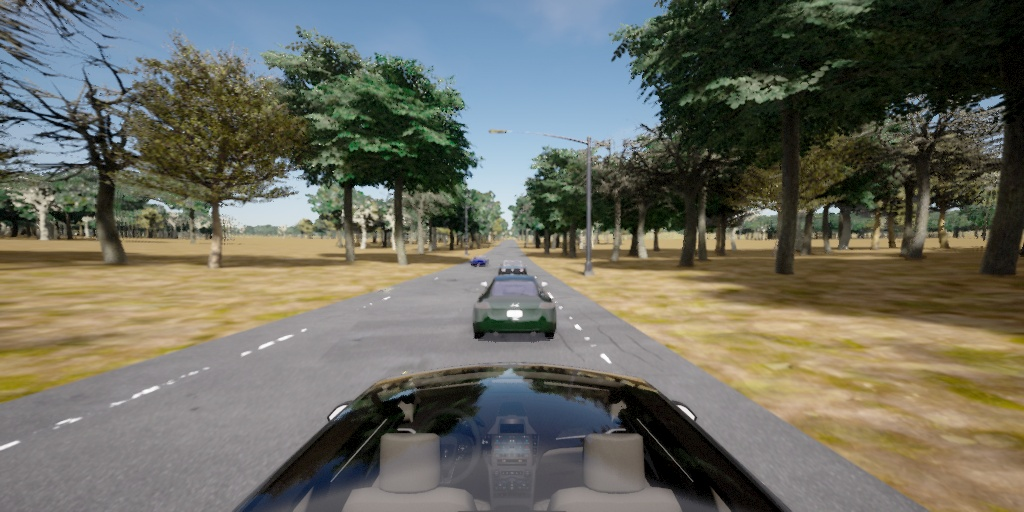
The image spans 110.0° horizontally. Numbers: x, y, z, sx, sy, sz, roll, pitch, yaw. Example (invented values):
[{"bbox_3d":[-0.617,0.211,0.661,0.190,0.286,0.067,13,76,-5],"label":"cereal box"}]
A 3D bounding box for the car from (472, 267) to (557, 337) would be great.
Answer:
[{"bbox_3d":[0.061,1.191,9.808,1.994,1.385,4.181,0,1,0],"label":"car"}]

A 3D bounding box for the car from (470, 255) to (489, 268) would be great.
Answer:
[{"bbox_3d":[-3.674,0.599,41.039,1.895,1.301,4.718,0,1,0],"label":"car"}]

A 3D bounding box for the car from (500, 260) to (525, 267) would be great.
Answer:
[{"bbox_3d":[0.033,0.924,25.931,1.895,1.301,4.718,0,1,0],"label":"car"}]
